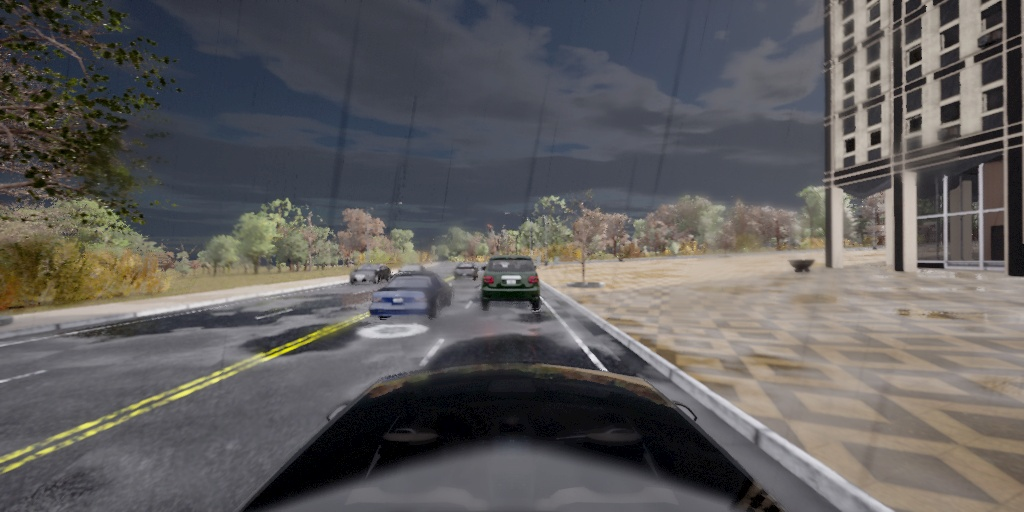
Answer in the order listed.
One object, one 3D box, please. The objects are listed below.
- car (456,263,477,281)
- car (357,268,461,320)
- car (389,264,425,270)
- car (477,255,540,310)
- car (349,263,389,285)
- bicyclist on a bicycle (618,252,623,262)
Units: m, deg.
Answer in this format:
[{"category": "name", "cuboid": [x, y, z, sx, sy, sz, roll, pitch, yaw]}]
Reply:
[{"category": "car", "cuboid": [-3.941, 1.319, 31.512, 2.128, 1.511, 4.902, 0, 0, -3]}, {"category": "car", "cuboid": [-3.288, 1.316, 12.716, 2.033, 1.411, 5.357, 0, 0, -1]}, {"category": "car", "cuboid": [-7.137, 1.332, 25.941, 1.812, 1.442, 4.674, 0, 0, -2]}, {"category": "car", "cuboid": [-0.087, 0.995, 14.961, 2.150, 2.045, 5.566, 0, 0, -1]}, {"category": "car", "cuboid": [-10.419, 1.301, 26.715, 2.128, 1.511, 4.902, 0, 0, -2]}, {"category": "bicyclist on a bicycle", "cuboid": [16.095, 0.150, 53.338, 0.582, 1.620, 1.656, -2, 0, -5]}]
